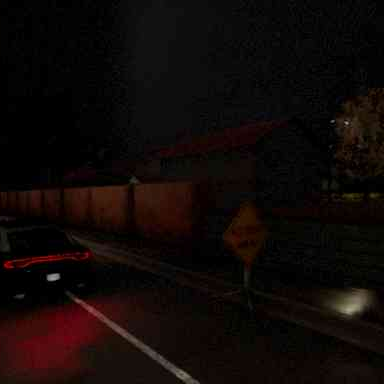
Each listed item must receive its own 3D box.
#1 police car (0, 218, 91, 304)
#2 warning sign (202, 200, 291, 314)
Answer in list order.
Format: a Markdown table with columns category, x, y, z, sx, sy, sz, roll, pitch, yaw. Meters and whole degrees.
| category | x | y | z | sx | sy | sz | roll | pitch | yaw |
| --- | --- | --- | --- | --- | --- | --- | --- | --- | --- |
| police car | -4.327 | 1.502 | 8.619 | 1.930 | 1.638 | 5.238 | 0 | 0 | -38 |
| warning sign | 1.040 | 1.097 | 6.334 | 1.300 | 1.860 | 1.060 | 0 | 0 | -38 |
